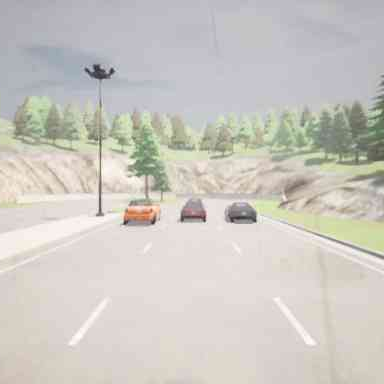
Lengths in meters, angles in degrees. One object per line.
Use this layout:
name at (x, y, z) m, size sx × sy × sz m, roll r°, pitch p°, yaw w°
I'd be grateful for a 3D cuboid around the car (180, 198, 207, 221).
car at (0.105, 1.444, 25.649) m, size 1.994 × 1.385 × 4.181 m, roll 0°, pitch 0°, yaw 0°

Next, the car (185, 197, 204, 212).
car at (0.357, 1.374, 37.117) m, size 2.033 × 1.411 × 5.357 m, roll 0°, pitch 0°, yaw 3°

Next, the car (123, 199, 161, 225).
car at (-3.397, 1.242, 23.427) m, size 2.097 × 1.767 × 4.553 m, roll 0°, pitch 0°, yaw 0°

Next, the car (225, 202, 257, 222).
car at (3.605, 1.446, 25.044) m, size 1.994 × 1.385 × 4.181 m, roll 0°, pitch 0°, yaw 0°
